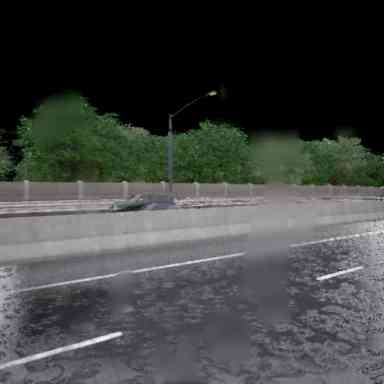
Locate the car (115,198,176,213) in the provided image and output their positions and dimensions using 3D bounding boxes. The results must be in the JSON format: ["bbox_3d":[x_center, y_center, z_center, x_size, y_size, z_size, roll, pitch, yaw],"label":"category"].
[{"bbox_3d":[-2.392,1.416,23.775,5.357,1.411,2.033,-1,0,-35],"label":"car"}]

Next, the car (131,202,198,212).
[{"bbox_3d":[-0.991,1.478,20.476,4.718,1.301,1.895,-1,0,-35],"label":"car"}]

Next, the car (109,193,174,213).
[{"bbox_3d":[-3.894,1.083,26.999,5.566,2.045,2.150,-1,0,-35],"label":"car"}]
